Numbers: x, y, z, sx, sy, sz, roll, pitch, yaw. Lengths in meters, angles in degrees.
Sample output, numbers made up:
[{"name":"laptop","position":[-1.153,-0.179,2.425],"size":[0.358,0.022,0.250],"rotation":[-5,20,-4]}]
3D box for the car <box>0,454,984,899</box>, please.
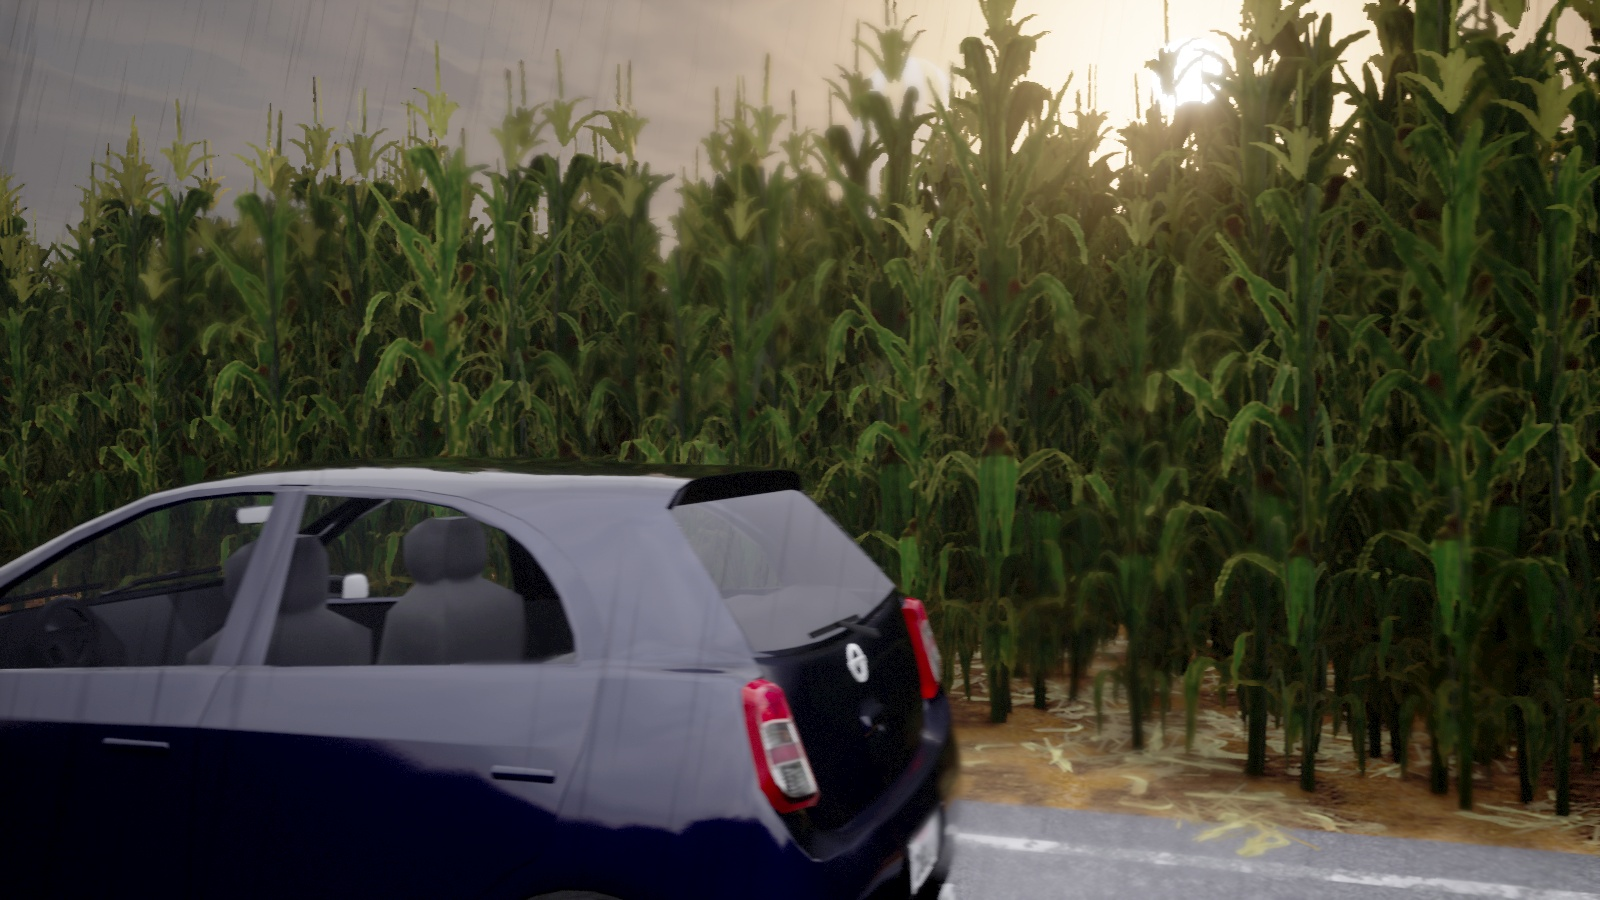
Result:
[{"name":"car","position":[-1.437,0.791,3.677],"size":[3.633,1.501,1.845],"rotation":[0,1,19]}]
